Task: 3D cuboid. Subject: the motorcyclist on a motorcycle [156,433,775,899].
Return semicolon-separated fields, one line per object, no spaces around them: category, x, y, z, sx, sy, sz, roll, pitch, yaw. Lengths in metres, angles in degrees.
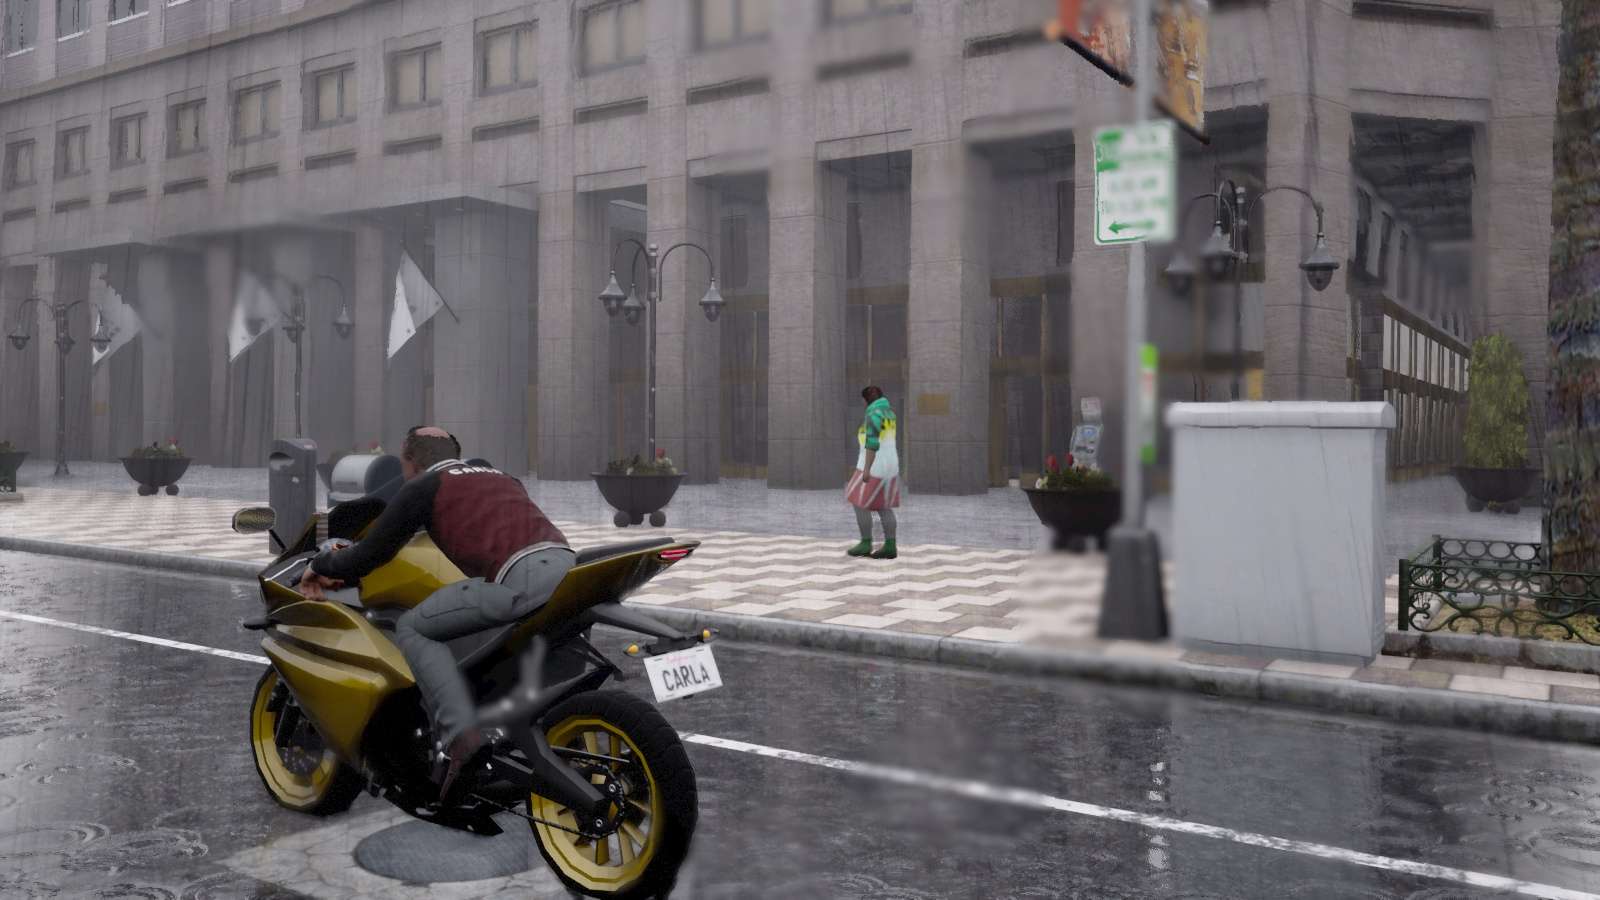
motorcyclist on a motorcycle;-1.241;0.717;4.448;2.191;1.530;0.866;0;1;34

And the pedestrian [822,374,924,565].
pedestrian;0.781;0.199;13.317;0.873;1.952;0.659;0;1;28
